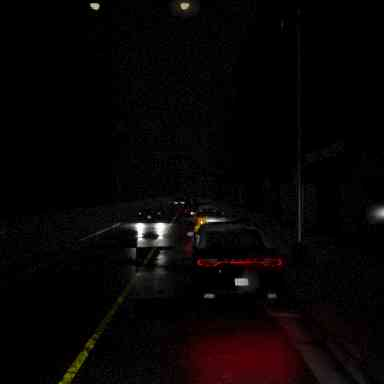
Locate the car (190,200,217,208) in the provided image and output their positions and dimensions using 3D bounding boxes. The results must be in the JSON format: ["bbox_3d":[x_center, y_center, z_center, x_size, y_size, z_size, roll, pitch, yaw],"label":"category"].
[{"bbox_3d":[0.906,1.469,18.701,1.801,1.575,5.366,0,0,0],"label":"car"}]

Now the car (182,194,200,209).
[{"bbox_3d":[0.030,1.414,46.599,2.097,1.767,4.553,0,0,0],"label":"car"}]

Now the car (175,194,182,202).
[{"bbox_3d":[-2.976,1.388,80.280,2.150,2.045,5.566,0,0,0],"label":"car"}]

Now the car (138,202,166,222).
[{"bbox_3d":[-3.092,1.549,26.335,1.812,1.442,4.674,0,0,0],"label":"car"}]

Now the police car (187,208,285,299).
[{"bbox_3d":[0.903,1.430,8.619,1.930,1.638,5.238,0,0,0],"label":"police car"}]

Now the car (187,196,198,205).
[{"bbox_3d":[0.019,1.574,60.343,1.882,1.535,5.008,0,0,0],"label":"car"}]
